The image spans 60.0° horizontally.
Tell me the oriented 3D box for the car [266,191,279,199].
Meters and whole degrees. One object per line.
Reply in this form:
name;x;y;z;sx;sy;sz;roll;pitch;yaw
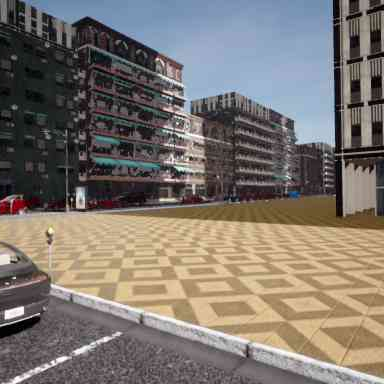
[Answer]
car;16.419;0.740;72.664;2.192;1.841;5.009;-1;0;36

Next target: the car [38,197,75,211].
car;-15.101;1.368;39.199;1.812;1.442;4.674;-1;0;36

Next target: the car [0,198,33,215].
car;-16.102;1.413;27.970;1.802;1.307;4.206;-1;0;36

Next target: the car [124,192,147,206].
car;-8.954;0.985;47.643;2.150;2.045;5.566;-1;0;36

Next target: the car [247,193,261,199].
car;16.152;1.040;86.534;1.947;1.339;4.313;-1;0;36

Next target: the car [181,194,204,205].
car;0.158;1.062;50.317;1.967;1.590;4.097;-1;0;36

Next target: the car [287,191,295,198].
car;22.927;0.932;81.603;1.802;1.307;4.206;-1;0;36

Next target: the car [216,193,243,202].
car;6.664;1.093;59.256;2.008;1.369;4.403;-1;0;36

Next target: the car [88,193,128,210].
car;-9.598;1.186;36.909;1.967;1.590;4.097;-1;0;36

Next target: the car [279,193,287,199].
car;19.674;0.938;77.133;2.008;1.369;4.403;-1;0;36

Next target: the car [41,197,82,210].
car;-16.372;1.415;41.842;1.887;1.381;4.507;-1;0;36

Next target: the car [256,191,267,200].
car;13.169;1.046;68.194;1.802;1.307;4.206;-1;0;36

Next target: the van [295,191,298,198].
van;26.177;0.654;86.072;1.690;1.788;3.998;-1;0;36

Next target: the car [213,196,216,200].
car;6.393;1.028;73.126;1.967;1.590;4.097;-1;0;36

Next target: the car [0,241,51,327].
car;-4.392;1.553;6.199;4.403;1.369;2.008;0;-1;36

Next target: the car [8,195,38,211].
car;-19.627;1.228;37.372;2.192;1.841;5.009;-1;0;36

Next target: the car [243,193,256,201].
car;9.917;1.048;63.725;1.887;1.381;4.507;-1;0;36
